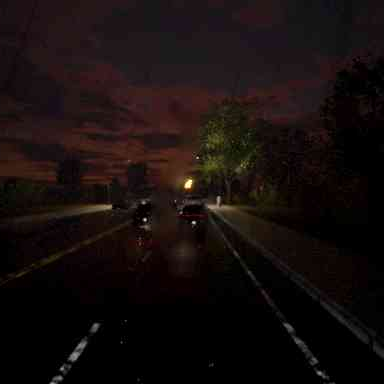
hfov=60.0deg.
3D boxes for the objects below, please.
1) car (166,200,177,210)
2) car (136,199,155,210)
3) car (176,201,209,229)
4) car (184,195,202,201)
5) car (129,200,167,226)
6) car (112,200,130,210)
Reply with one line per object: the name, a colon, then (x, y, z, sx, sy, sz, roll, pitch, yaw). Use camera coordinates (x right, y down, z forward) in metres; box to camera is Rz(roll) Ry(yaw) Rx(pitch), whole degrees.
car: (-3.129, 1.742, 46.690, 1.994, 1.385, 4.181, 0, 0, 0)
car: (-6.471, 1.771, 46.575, 1.994, 1.385, 4.181, 0, 0, 0)
car: (0.114, 1.599, 22.374, 1.837, 1.490, 4.892, 0, 0, 0)
car: (0.119, 1.388, 43.276, 2.150, 2.045, 5.566, 0, -1, 0)
car: (-3.135, 1.607, 24.614, 1.837, 1.490, 4.892, 0, 0, 0)
car: (-9.721, 1.768, 46.577, 2.033, 1.411, 5.357, 0, 0, 0)
